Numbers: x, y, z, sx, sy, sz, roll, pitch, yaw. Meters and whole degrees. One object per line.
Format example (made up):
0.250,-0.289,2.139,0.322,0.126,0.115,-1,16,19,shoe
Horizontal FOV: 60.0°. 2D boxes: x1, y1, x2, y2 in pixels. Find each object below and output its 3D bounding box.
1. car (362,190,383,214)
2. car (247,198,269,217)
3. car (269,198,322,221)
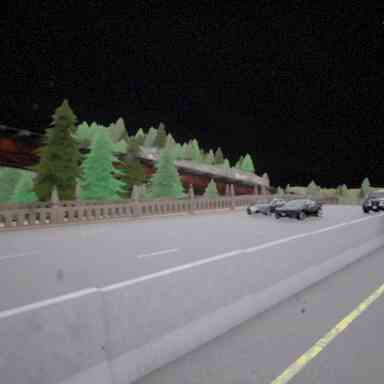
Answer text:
16.761,0.871,29.128,2.150,2.045,5.566,0,1,42,car
6.523,1.235,28.276,2.128,1.511,4.902,0,1,42,car
7.960,1.235,24.654,1.882,1.535,5.008,0,1,42,car
